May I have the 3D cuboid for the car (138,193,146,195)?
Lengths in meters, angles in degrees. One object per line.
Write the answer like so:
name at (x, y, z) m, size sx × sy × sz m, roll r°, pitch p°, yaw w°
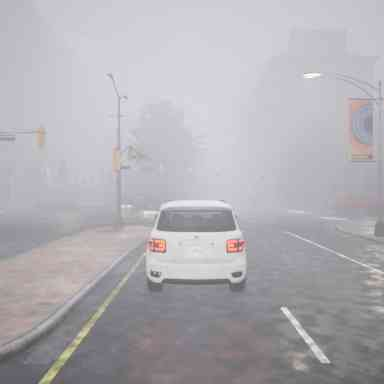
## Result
car at (-7.834, 1.353, 59.128) m, size 2.097 × 1.767 × 4.553 m, roll 0°, pitch 0°, yaw 1°

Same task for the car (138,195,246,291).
car at (0.108, 1.221, 9.121) m, size 2.150 × 2.045 × 5.566 m, roll 0°, pitch 0°, yaw 1°

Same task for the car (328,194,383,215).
car at (16.390, 1.221, 32.884) m, size 5.566 × 2.045 × 2.150 m, roll 0°, pitch 0°, yaw 0°

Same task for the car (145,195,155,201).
car at (-11.138, 1.524, 88.456) m, size 2.128 × 1.511 × 4.902 m, roll 0°, pitch 0°, yaw 0°

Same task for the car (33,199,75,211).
car at (-17.298, 1.601, 41.733) m, size 4.718 × 1.301 × 1.895 m, roll 0°, pitch 0°, yaw -34°

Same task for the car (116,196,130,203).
car at (-14.464, 1.595, 69.844) m, size 1.895 × 1.301 × 4.718 m, roll 0°, pitch 0°, yaw 0°

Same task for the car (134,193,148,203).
car at (-11.201, 1.225, 73.128) m, size 2.150 × 2.045 × 5.566 m, roll 0°, pitch 0°, yaw 0°

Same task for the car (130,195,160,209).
car at (-5.940, 1.491, 42.417) m, size 2.128 × 1.511 × 4.902 m, roll 0°, pitch 0°, yaw -24°

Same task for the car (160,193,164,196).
car at (-7.699, 1.524, 73.775) m, size 1.812 × 1.442 × 4.674 m, roll 0°, pitch 0°, yaw 0°

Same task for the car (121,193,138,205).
car at (-11.324, 1.491, 59.792) m, size 2.128 × 1.511 × 4.902 m, roll 0°, pitch 0°, yaw 1°
